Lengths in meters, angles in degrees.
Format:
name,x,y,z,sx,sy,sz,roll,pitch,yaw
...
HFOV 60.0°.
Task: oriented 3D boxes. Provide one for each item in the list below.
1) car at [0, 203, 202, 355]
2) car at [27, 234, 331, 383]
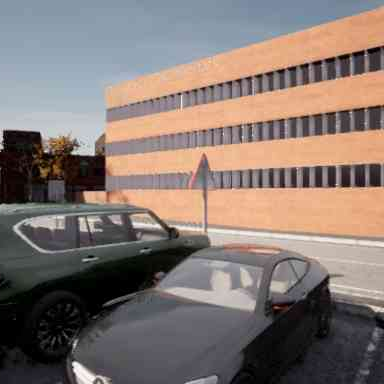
name,x,y,z,sx,sy,sz,roll,pitch,yaw
car,-1.705,1.216,6.245,2.435,2.045,5.566,0,0,36
car,0.579,1.515,4.584,2.002,1.452,4.674,0,0,36
